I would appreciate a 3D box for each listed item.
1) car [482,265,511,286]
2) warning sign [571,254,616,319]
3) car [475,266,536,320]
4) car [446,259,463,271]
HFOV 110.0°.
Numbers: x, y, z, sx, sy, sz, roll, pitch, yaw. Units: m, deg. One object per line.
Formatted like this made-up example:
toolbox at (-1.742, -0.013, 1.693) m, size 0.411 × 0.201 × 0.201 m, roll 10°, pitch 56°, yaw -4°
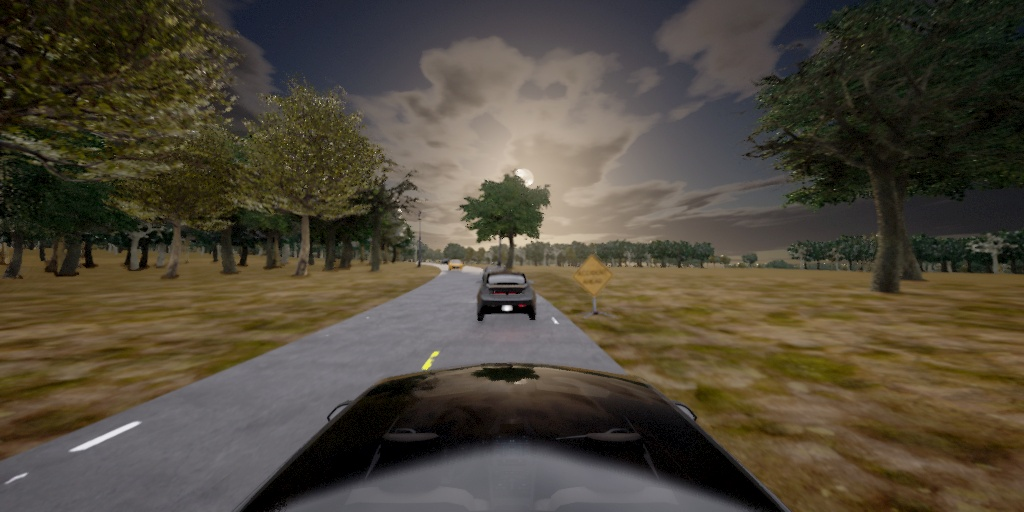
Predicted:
car at (-1.258, 1.369, 26.682) m, size 1.895 × 1.301 × 4.718 m, roll 0°, pitch 0°, yaw -5°
warning sign at (2.485, 0.871, 10.705) m, size 1.300 × 1.860 × 1.060 m, roll 0°, pitch 0°, yaw -2°
car at (-0.233, 1.260, 12.642) m, size 1.837 × 1.490 × 4.892 m, roll 0°, pitch 0°, yaw -2°
car at (-7.709, 1.266, 49.219) m, size 1.882 × 1.535 × 5.008 m, roll 1°, pitch 0°, yaw -11°
